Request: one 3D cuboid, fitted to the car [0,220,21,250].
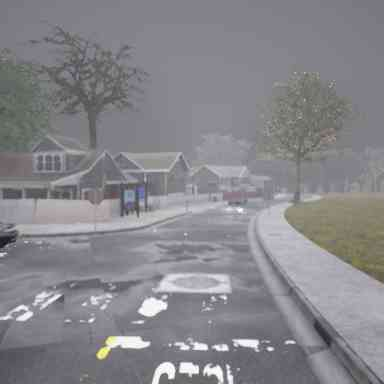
[{"bbox_3d":[-9.010,1.668,12.144,4.902,1.511,2.128,-2,2,-15],"label":"car"}]

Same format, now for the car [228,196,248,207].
[{"bbox_3d":[6.270,1.290,45.249,1.895,1.301,4.718,1,1,21],"label":"car"}]
